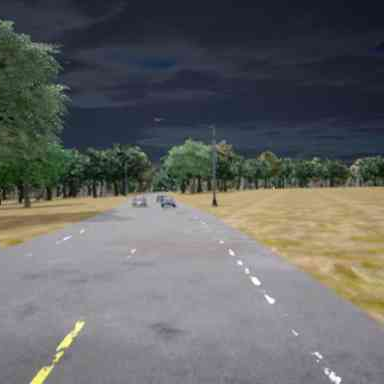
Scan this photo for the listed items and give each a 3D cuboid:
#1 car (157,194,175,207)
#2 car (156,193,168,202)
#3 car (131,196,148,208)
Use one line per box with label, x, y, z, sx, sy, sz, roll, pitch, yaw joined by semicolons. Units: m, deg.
car;-3.269;1.239;44.517;2.033;1.411;5.357;-1;0;-7
car;-5.840;1.087;63.641;2.128;1.511;4.902;-1;1;-7
car;-6.831;1.221;43.439;2.128;1.511;4.902;-1;0;-7
